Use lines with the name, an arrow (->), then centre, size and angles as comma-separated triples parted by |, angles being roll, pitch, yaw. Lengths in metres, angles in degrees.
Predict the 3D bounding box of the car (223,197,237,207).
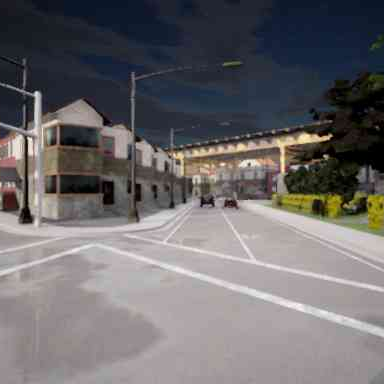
car -> 5.882, 1.522, 51.140 | 1.882, 1.535, 5.008 | 0, 0, 3

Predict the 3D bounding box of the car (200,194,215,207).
car -> 2.388, 1.270, 51.352 | 2.150, 2.045, 5.566 | 0, 0, 3
